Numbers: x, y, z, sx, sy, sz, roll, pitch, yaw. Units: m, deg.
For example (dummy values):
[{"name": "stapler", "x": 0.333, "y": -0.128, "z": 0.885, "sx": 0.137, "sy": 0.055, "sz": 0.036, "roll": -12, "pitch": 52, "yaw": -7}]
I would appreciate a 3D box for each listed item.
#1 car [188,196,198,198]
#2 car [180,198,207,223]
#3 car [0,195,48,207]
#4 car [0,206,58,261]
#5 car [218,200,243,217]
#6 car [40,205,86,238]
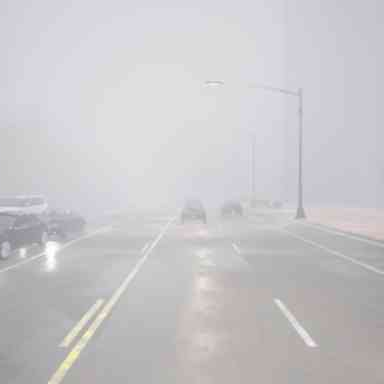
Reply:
[{"name": "car", "x": 0.104, "y": 1.330, "z": 42.484, "sx": 2.097, "sy": 1.767, "sz": 4.553, "roll": 0, "pitch": 0, "yaw": 0}, {"name": "car", "x": 0.111, "y": 1.480, "z": 25.053, "sx": 2.128, "sy": 1.511, "sz": 4.902, "roll": 0, "pitch": 0, "yaw": 0}, {"name": "car", "x": -10.536, "y": 1.214, "z": 19.916, "sx": 2.150, "sy": 2.045, "sz": 5.566, "roll": 0, "pitch": 0, "yaw": 0}, {"name": "car", "x": -6.994, "y": 1.500, "z": 12.391, "sx": 1.837, "sy": 1.490, "sz": 4.892, "roll": 0, "pitch": 0, "yaw": 0}, {"name": "car", "x": 3.600, "y": 1.489, "z": 31.206, "sx": 1.837, "sy": 1.490, "sz": 4.892, "roll": 0, "pitch": 0, "yaw": 0}, {"name": "car", "x": -7.056, "y": 1.557, "z": 17.347, "sx": 1.994, "sy": 1.385, "sz": 4.181, "roll": 0, "pitch": 0, "yaw": 0}]
